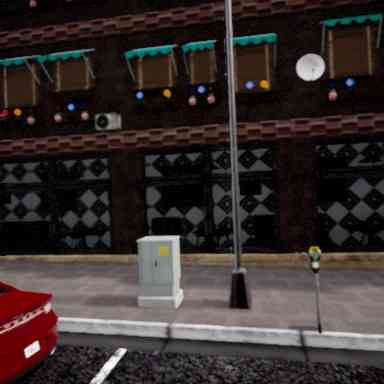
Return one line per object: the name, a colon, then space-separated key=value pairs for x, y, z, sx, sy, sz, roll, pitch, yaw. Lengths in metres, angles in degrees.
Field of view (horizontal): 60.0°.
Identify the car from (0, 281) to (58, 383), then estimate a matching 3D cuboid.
car: x=-3.937 y=1.605 z=4.006 sx=4.507 sy=1.381 sz=1.887 roll=-1 pitch=-2 yaw=10
